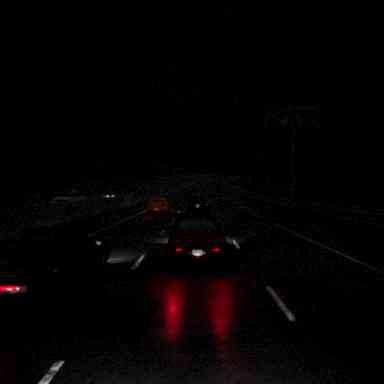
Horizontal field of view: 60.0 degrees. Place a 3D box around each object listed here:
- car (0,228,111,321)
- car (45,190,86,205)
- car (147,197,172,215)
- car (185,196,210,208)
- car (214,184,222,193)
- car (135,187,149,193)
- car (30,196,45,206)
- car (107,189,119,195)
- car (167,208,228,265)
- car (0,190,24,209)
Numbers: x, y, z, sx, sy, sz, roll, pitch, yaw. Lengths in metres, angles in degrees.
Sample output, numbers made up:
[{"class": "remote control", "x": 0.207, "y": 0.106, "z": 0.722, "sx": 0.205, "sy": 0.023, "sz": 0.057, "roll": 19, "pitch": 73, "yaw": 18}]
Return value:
[{"class": "car", "x": -3.362, "y": 1.531, "z": 7.569, "sx": 2.033, "sy": 1.411, "sz": 5.357, "roll": 0, "pitch": 0, "yaw": 0}, {"class": "car", "x": -13.489, "y": 0.853, "z": 36.551, "sx": 2.150, "sy": 2.045, "sz": 5.566, "roll": 0, "pitch": 1, "yaw": 2}, {"class": "car", "x": -2.956, "y": 1.218, "z": 30.806, "sx": 1.882, "sy": 1.535, "sz": 5.008, "roll": 0, "pitch": 1, "yaw": 1}, {"class": "car", "x": 0.502, "y": 1.121, "z": 29.084, "sx": 2.097, "sy": 1.767, "sz": 4.553, "roll": 0, "pitch": 1, "yaw": 1}, {"class": "car", "x": 6.859, "y": -0.496, "z": 87.491, "sx": 2.128, "sy": 1.511, "sz": 4.902, "roll": 0, "pitch": 3, "yaw": 4}, {"class": "car", "x": -11.371, "y": -0.280, "z": 77.889, "sx": 1.837, "sy": 1.490, "sz": 4.892, "roll": 0, "pitch": 2, "yaw": 4}, {"class": "car", "x": -16.920, "y": 1.158, "z": 38.386, "sx": 1.994, "sy": 1.385, "sz": 4.181, "roll": 0, "pitch": 1, "yaw": 2}, {"class": "car", "x": -18.410, "y": -0.119, "z": 77.536, "sx": 1.994, "sy": 1.385, "sz": 4.181, "roll": 0, "pitch": 2, "yaw": 4}, {"class": "car", "x": 0.179, "y": 1.491, "z": 11.505, "sx": 1.812, "sy": 1.442, "sz": 4.674, "roll": 0, "pitch": 0, "yaw": 1}, {"class": "car", "x": -20.506, "y": 0.862, "z": 36.059, "sx": 2.150, "sy": 2.045, "sz": 5.566, "roll": 0, "pitch": 1, "yaw": 2}]
